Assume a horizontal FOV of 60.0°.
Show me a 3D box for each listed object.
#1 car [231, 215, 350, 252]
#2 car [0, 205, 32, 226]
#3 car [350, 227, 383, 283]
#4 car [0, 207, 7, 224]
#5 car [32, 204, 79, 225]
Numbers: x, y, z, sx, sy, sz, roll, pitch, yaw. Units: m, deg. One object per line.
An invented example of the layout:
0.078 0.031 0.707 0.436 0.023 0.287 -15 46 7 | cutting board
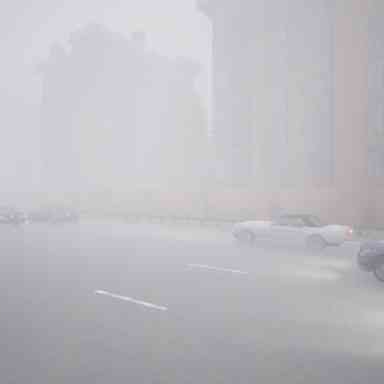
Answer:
4.066 1.600 13.986 4.718 1.301 1.895 0 0 35 | car
-13.140 1.547 21.949 5.357 1.411 2.033 0 0 35 | car
6.542 1.525 7.924 4.674 1.442 1.812 0 0 35 | car
-11.279 1.564 16.327 4.181 1.385 1.994 0 0 35 | car
-10.105 1.564 24.085 4.181 1.385 1.994 0 0 36 | car
